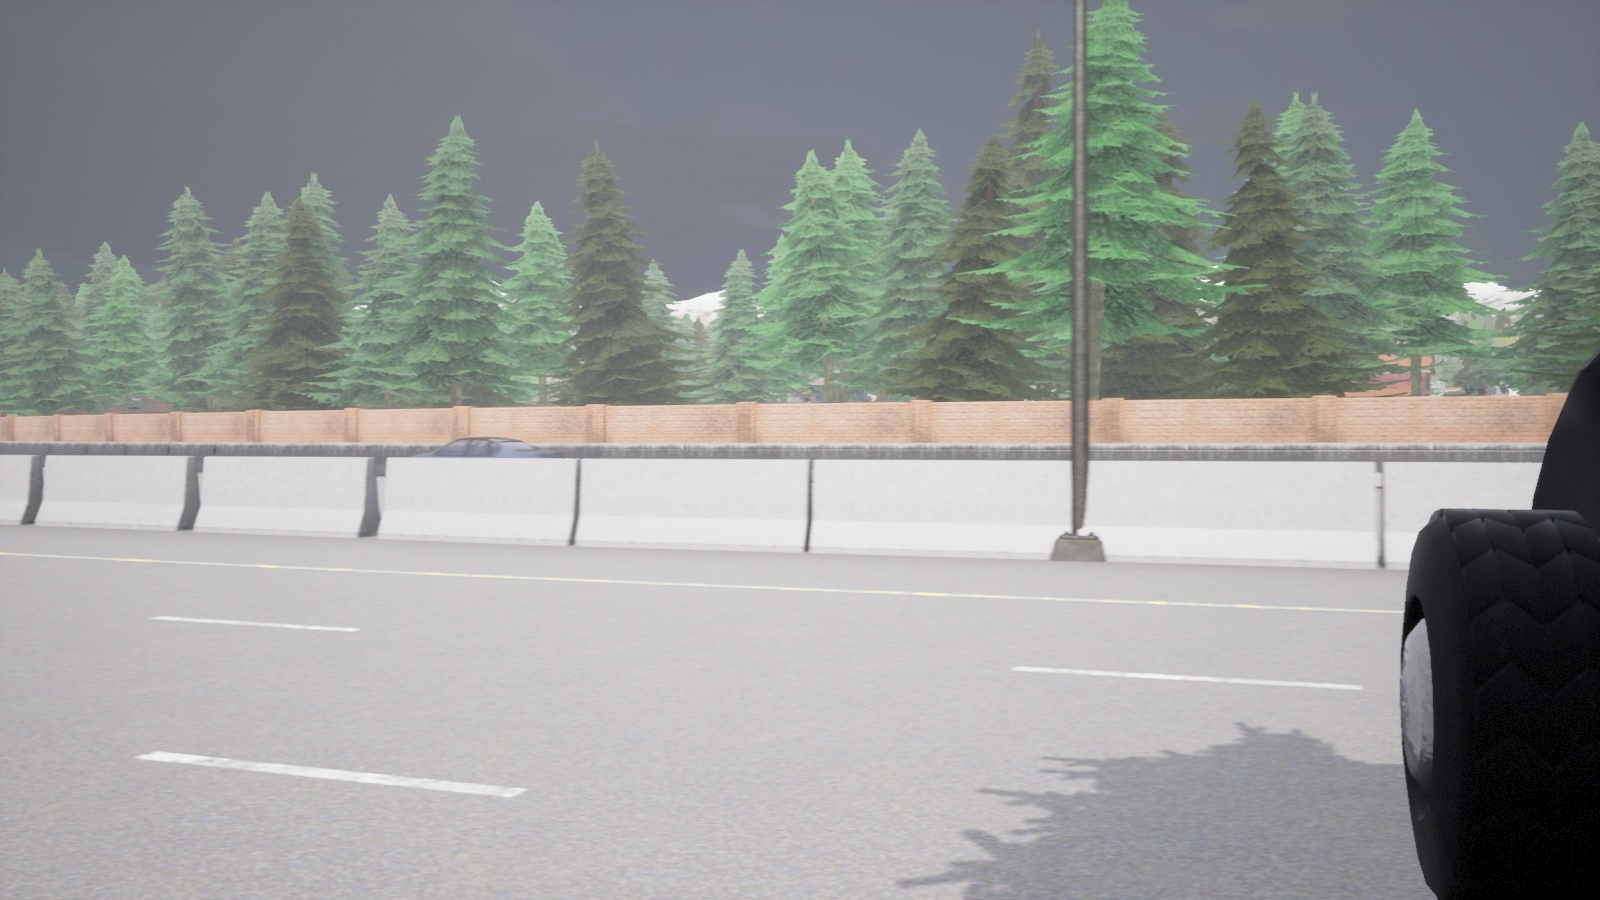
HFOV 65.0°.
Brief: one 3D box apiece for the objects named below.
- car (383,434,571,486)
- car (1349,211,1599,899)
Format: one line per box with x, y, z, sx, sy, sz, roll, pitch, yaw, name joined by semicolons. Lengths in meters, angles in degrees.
-9.562;0.246;37.076;5.357;1.411;2.033;1;1;26;car
3.139;0.600;2.139;3.866;1.878;1.905;1;1;18;car
